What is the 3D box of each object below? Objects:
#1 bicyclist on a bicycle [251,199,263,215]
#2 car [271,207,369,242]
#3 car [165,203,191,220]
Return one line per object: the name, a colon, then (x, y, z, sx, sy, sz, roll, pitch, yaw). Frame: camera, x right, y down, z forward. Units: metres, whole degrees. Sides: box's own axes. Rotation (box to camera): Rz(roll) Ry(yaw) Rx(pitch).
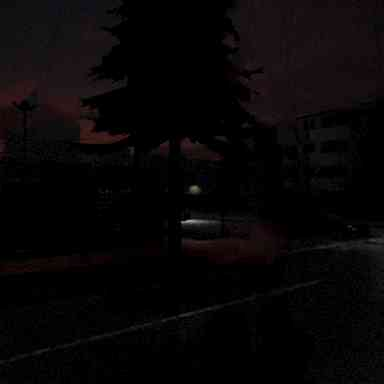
bicyclist on a bicycle: (6.391, 1.474, 32.721, 1.656, 1.620, 0.582, 0, 0, -35)
car: (6.512, 1.594, 17.427, 1.882, 1.535, 5.008, 0, 0, -39)
car: (-1.882, 1.680, 28.895, 1.994, 1.385, 4.181, 0, 0, -35)
